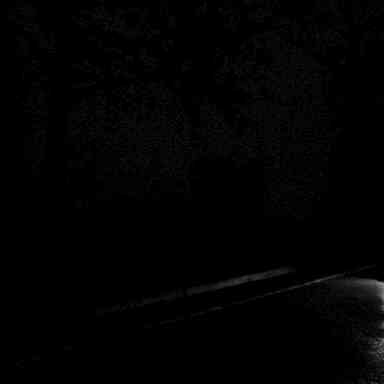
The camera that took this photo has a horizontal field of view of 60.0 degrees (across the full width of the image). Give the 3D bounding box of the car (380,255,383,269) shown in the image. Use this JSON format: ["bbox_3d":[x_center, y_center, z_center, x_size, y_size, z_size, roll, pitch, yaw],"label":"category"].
[{"bbox_3d":[7.389,1.462,9.239,5.357,1.411,2.033,-1,0,-35],"label":"car"}]
